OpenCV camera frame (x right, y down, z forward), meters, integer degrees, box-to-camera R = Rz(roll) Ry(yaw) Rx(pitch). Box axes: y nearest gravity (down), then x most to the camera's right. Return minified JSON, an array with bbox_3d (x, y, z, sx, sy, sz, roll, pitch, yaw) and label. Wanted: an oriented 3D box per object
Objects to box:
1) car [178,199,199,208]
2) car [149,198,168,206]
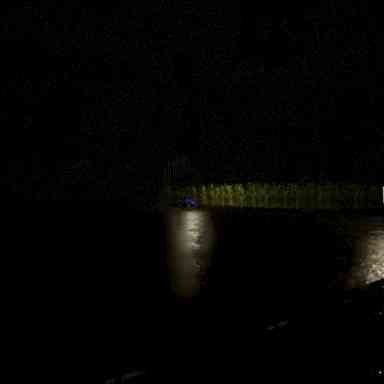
[{"bbox_3d":[-0.558,1.929,57.594,1.812,1.442,4.674,0,0,-36],"label":"car"},{"bbox_3d":[-6.633,1.947,65.791,1.837,1.490,4.892,0,0,-36],"label":"car"}]
